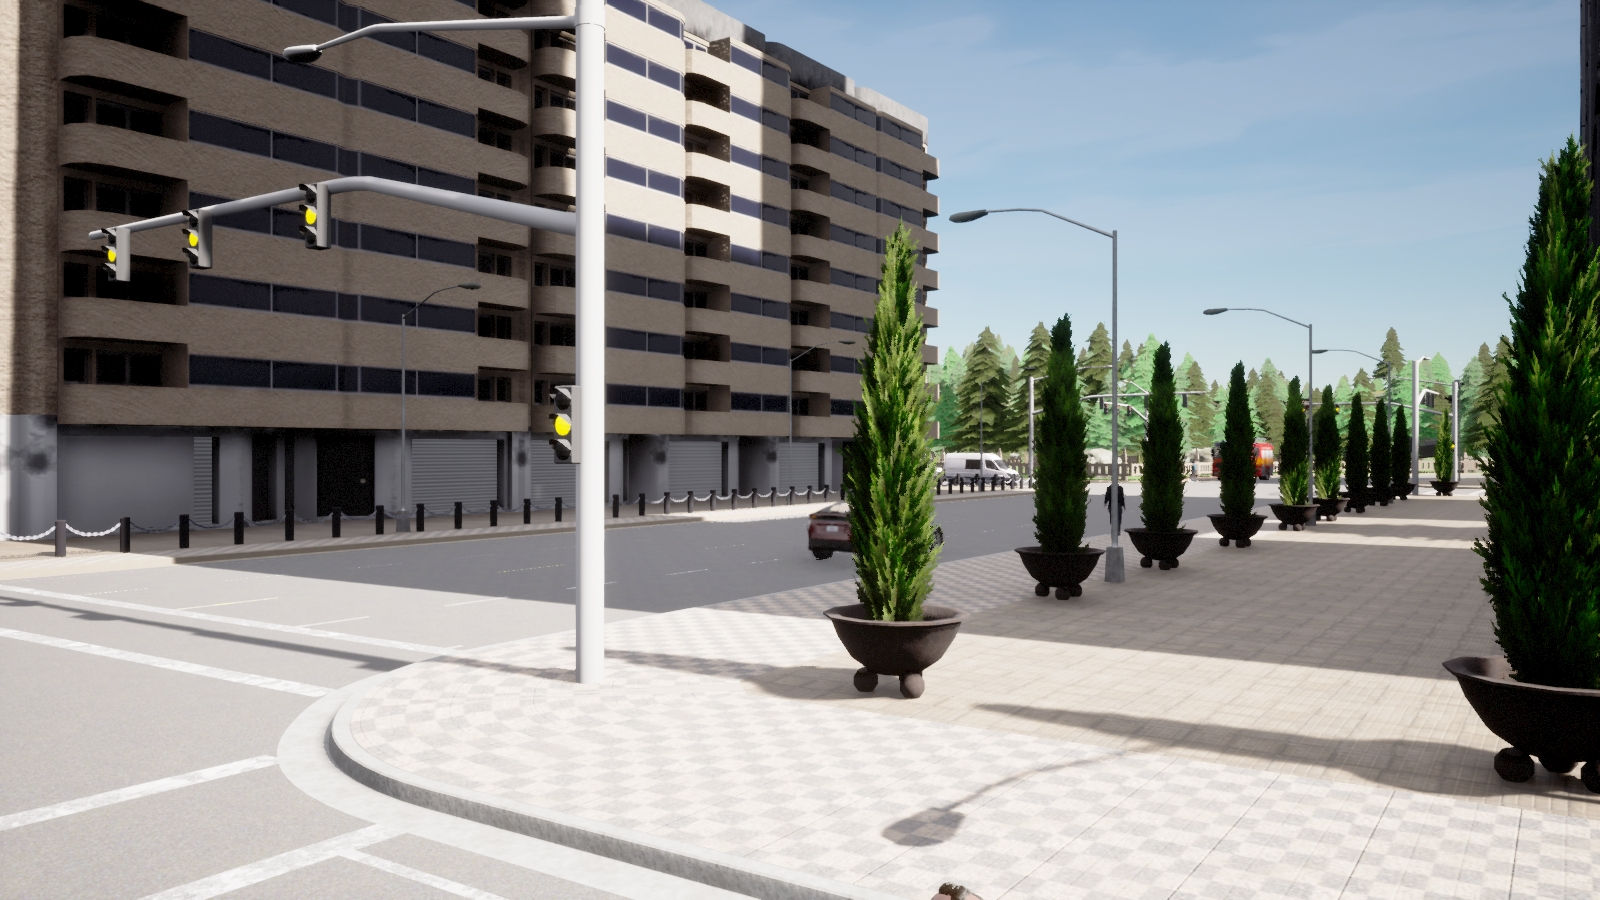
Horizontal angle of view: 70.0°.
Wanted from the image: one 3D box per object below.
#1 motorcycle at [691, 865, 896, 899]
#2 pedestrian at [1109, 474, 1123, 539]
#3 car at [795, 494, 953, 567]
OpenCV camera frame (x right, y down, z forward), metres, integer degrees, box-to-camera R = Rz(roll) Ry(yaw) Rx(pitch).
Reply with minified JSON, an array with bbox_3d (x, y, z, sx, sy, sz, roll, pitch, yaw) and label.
[{"bbox_3d":[0.516,2.205,3.364,2.209,1.251,0.867,0,0,34],"label":"motorcycle"},{"bbox_3d":[9.209,1.639,33.323,0.375,1.860,0.375,0,0,15],"label":"pedestrian"},{"bbox_3d":[1.971,1.984,29.158,2.007,1.525,4.514,0,0,34],"label":"car"}]
